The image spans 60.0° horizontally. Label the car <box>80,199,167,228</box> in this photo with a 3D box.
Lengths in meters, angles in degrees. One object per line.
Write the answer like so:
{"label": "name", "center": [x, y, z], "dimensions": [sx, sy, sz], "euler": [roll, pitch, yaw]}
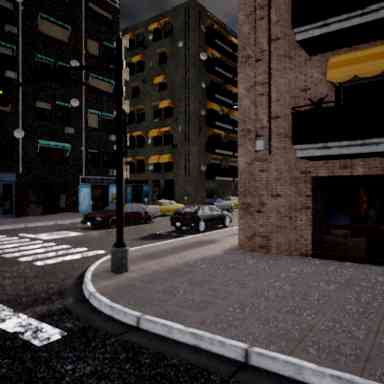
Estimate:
{"label": "car", "center": [-4.259, 1.365, 20.885], "dimensions": [2.033, 1.411, 5.357], "euler": [0, 1, 36]}

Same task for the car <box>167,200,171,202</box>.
{"label": "car", "center": [-2.544, 1.271, 27.400], "dimensions": [1.752, 1.417, 4.829], "euler": [1, 1, 36]}

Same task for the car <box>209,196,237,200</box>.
{"label": "car", "center": [1.858, 1.252, 29.247], "dimensions": [1.994, 1.385, 4.181], "euler": [0, 1, 37]}

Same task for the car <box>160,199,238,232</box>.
{"label": "car", "center": [0.597, 1.343, 18.336], "dimensions": [2.008, 1.369, 4.403], "euler": [1, 1, 36]}
